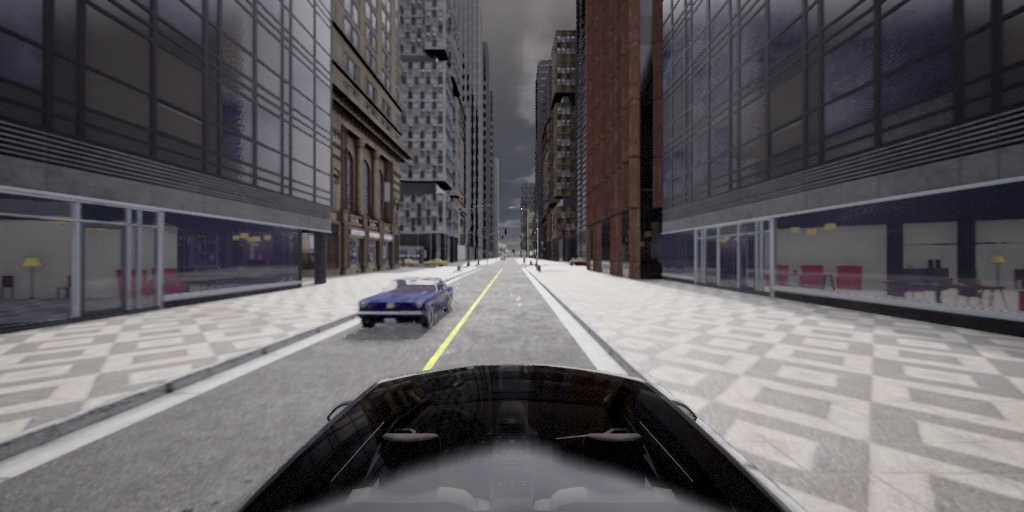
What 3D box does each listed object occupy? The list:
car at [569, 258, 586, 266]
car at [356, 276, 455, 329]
[{"bbox_3d":[11.892,1.027,61.338,4.097,1.591,1.967,0,0,0],"label":"car"},{"bbox_3d":[-3.101,1.335,11.348,1.895,1.301,4.718,0,0,0],"label":"car"}]
